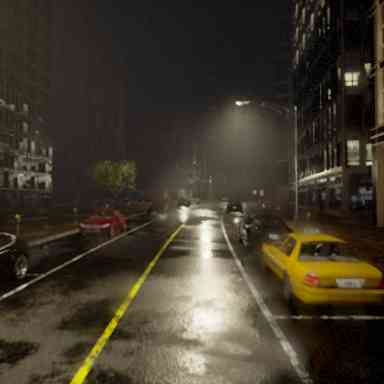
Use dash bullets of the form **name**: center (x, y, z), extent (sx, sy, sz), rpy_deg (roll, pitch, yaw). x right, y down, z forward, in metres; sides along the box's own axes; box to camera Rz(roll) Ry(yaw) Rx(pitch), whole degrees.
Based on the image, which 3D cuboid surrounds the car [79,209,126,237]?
- **car**: center (-4.853, 1.653, 18.664), extent (1.802, 1.307, 4.206), rpy_deg (1, 0, 3)

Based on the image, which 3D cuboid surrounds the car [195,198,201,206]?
- **car**: center (0.596, 1.798, 62.399), extent (2.008, 1.369, 4.403), rpy_deg (1, 0, 11)

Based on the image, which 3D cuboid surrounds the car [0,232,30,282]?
- **car**: center (-5.250, 1.597, 7.326), extent (1.947, 1.339, 4.313), rpy_deg (1, 0, 1)

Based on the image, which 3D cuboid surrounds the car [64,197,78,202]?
- **car**: center (-31.488, 2.070, 87.425), extent (4.097, 1.590, 1.967), rpy_deg (-1, -1, 20)

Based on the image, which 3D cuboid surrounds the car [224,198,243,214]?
- **car**: center (4.711, 1.677, 36.782), extent (1.947, 1.339, 4.313), rpy_deg (1, 0, 7)

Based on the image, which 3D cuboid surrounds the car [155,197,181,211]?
- **car**: center (-2.887, 1.681, 40.739), extent (1.752, 1.417, 4.829), rpy_deg (1, 0, 7)

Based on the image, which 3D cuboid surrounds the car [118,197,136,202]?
- **car**: center (-15.678, 2.009, 81.816), extent (4.403, 1.369, 2.008), rpy_deg (-1, -1, 20)

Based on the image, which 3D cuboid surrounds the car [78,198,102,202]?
- **car**: center (-26.218, 2.123, 85.554), extent (4.403, 1.369, 2.008), rpy_deg (-1, -1, 20)

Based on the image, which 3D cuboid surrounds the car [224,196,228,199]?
- **car**: center (5.416, 1.572, 42.426), extent (1.967, 1.590, 4.097), rpy_deg (1, 0, 8)

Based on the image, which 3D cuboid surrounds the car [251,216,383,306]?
- **car**: center (2.782, 1.545, 8.055), extent (1.752, 1.417, 4.829), rpy_deg (1, 0, 1)

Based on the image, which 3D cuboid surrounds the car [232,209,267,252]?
- **car**: center (2.946, 1.602, 13.729), extent (1.947, 1.339, 4.313), rpy_deg (1, 0, 2)

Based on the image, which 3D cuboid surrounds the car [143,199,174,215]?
- **car**: center (-3.505, 1.700, 35.446), extent (1.947, 1.339, 4.313), rpy_deg (1, 0, 6)

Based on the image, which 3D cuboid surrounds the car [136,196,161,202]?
- **car**: center (-10.407, 1.967, 79.948), extent (4.313, 1.339, 1.947), rpy_deg (-1, -1, 20)

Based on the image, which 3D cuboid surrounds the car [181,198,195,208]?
- **car**: center (-1.313, 1.751, 51.752), extent (2.008, 1.369, 4.403), rpy_deg (1, 0, 9)

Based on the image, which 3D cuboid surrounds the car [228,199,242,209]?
- **car**: center (6.215, 1.696, 48.012), extent (1.887, 1.381, 4.507), rpy_deg (1, 0, 9)
